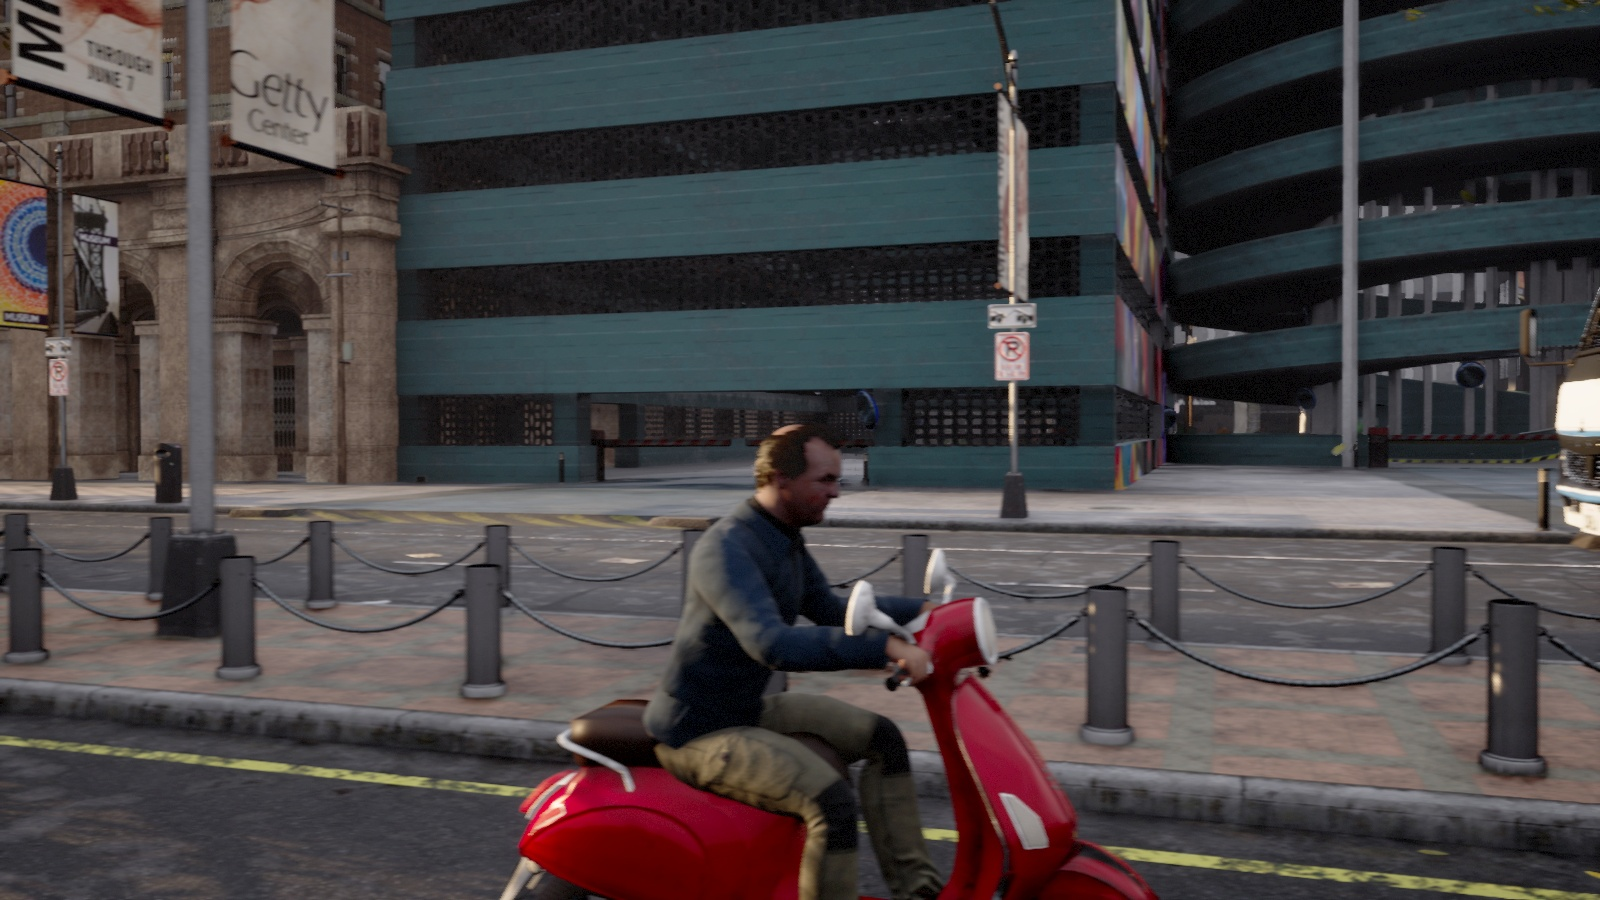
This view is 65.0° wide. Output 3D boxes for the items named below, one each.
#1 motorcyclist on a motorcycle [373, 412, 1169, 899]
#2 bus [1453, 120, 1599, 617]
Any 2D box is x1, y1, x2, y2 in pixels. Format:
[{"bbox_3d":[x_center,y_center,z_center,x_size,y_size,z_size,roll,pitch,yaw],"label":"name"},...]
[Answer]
[{"bbox_3d":[-0.031,0.727,3.203,1.817,1.590,0.866,-1,1,19],"label":"motorcyclist on a motorcycle"},{"bbox_3d":[11.947,-0.685,11.225,10.273,4.253,3.944,1,1,18],"label":"bus"}]
